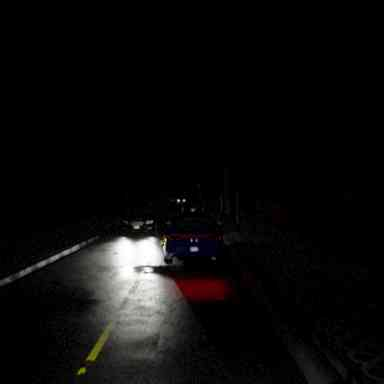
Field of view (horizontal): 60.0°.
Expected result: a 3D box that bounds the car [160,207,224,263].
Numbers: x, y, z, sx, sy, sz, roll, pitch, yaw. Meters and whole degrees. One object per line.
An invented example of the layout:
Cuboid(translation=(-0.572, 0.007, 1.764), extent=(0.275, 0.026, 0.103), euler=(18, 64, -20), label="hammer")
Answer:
Cuboid(translation=(0.076, 1.532, 12.229), extent=(1.882, 1.535, 5.008), euler=(0, 0, 0), label="car")

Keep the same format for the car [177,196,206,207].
Cuboid(translation=(0.068, 1.430, 27.782), extent=(2.097, 1.767, 4.553), euler=(0, 0, 0), label="car")

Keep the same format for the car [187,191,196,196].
Cuboid(translation=(-0.045, 0.943, 86.571), extent=(2.150, 2.045, 5.566), euler=(0, 1, 0), label="car")

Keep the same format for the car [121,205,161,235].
Cuboid(translation=(-2.853, 1.561, 19.598), extent=(2.128, 1.511, 4.902), euler=(0, 0, 0), label="car")

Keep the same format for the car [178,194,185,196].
Cuboid(translation=(-2.796, 1.298, 87.185), extent=(1.812, 1.442, 4.674), euler=(0, 1, 0), label="car")
